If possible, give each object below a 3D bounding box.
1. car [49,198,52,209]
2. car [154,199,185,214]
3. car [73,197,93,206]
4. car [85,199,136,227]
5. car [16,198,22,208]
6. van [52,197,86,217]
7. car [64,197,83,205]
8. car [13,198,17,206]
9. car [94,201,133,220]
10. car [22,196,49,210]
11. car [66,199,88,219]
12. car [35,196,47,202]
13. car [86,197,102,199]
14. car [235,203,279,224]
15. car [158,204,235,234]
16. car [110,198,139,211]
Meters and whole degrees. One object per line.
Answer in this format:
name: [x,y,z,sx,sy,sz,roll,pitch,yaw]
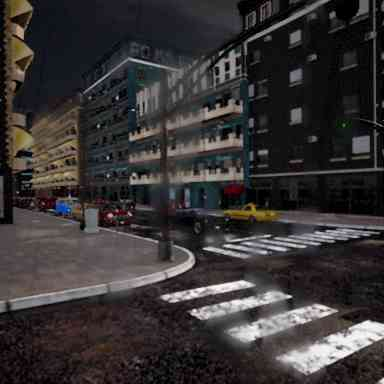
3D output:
car: [-19.847,1.615,48.206,1.882,1.535,5.008,-1,0,-35]
car: [-2.221,1.424,33.304,1.967,1.590,4.097,-1,1,-35]
car: [-18.284,1.627,55.835,1.947,1.339,4.313,-1,1,-35]
car: [-5.831,1.544,23.935,1.967,1.590,4.097,-1,1,-35]
car: [-25.107,1.761,50.971,1.947,1.339,4.313,-1,1,-35]
van: [-12.258,1.474,32.945,1.690,1.788,3.998,-1,1,-35]
car: [-21.497,1.628,60.342,2.008,1.369,4.403,-1,1,-35]
car: [-31.533,1.774,59.984,1.887,1.381,4.507,-1,1,-35]
car: [-7.273,1.641,30.424,1.994,1.385,4.181,-1,1,-35]
car: [-21.896,1.619,46.464,1.967,1.590,4.097,-1,1,-35]
car: [-8.944,1.643,28.302,1.752,1.417,4.829,-1,1,-35]
car: [-37.562,1.712,82.873,1.887,1.381,4.507,-1,1,-35]
car: [-15.073,1.485,51.328,1.967,1.590,4.097,-1,1,-35]
car: [4.107,1.481,24.431,1.752,1.417,4.829,-1,1,-35]
car: [0.135,1.646,20.031,1.895,1.301,4.718,-1,1,-35]
car: [-8.645,1.564,42.317,2.008,1.369,4.403,-1,1,-35]
